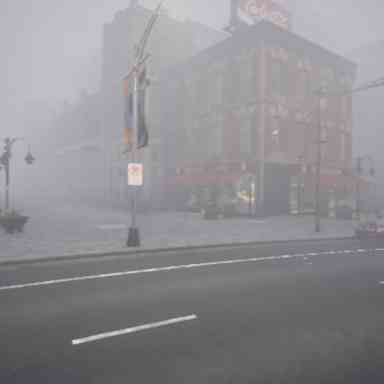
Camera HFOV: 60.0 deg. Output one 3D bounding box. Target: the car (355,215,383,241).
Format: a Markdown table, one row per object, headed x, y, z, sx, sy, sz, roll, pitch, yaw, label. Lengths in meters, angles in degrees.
| x | y | z | sx | sy | sz | roll | pitch | yaw | label |
| --- | --- | --- | --- | --- | --- | --- | --- | --- | --- |
| 9.771 | 1.550 | 15.219 | 4.674 | 1.452 | 2.002 | 1 | 0 | -17 | car |
